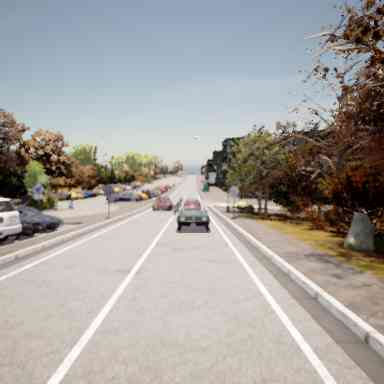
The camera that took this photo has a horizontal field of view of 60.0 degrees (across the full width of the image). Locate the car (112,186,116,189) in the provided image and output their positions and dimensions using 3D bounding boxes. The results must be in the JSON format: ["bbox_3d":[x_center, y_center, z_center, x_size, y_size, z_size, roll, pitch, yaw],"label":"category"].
[{"bbox_3d":[-23.021,0.015,85.397,5.008,1.535,2.097,0,2,0],"label":"car"}]

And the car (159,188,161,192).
[{"bbox_3d":[-9.977,0.454,74.348,4.792,1.488,2.163,0,2,0],"label":"car"}]

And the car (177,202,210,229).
[{"bbox_3d":[0.076,1.538,20.821,1.895,1.301,4.718,0,0,0],"label":"car"}]

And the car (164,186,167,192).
[{"bbox_3d":[-9.911,-0.112,88.269,5.008,1.535,2.097,0,3,0],"label":"car"}]

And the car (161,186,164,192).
[{"bbox_3d":[-9.984,0.003,82.693,4.553,1.767,2.185,0,2,0],"label":"car"}]

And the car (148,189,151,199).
[{"bbox_3d":[-10.109,0.767,57.619,5.008,1.535,2.097,0,1,0],"label":"car"}]

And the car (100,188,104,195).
[{"bbox_3d":[-23.080,0.422,74.380,4.892,1.521,2.231,0,2,0],"label":"car"}]

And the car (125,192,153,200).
[{"bbox_3d":[-10.072,0.695,63.202,4.892,1.521,2.231,0,1,0],"label":"car"}]

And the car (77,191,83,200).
[{"bbox_3d":[-23.361,0.728,60.435,5.366,1.575,1.946,0,1,0],"label":"car"}]

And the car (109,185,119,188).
[{"bbox_3d":[-23.026,-0.359,88.172,5.566,2.045,2.435,0,3,0],"label":"car"}]

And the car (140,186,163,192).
[{"bbox_3d":[-10.002,0.111,79.915,4.553,1.767,2.185,0,2,0],"label":"car"}]

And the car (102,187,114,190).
[{"bbox_3d":[-22.848,0.128,82.609,5.366,1.575,1.946,0,2,0],"label":"car"}]

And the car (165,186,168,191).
[{"bbox_3d":[-9.894,-0.244,91.055,5.008,1.535,2.097,0,3,0],"label":"car"}]

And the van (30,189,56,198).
[{"bbox_3d":[-23.121,0.590,49.269,4.442,1.987,1.878,1,0,0],"label":"van"}]

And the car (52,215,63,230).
[{"bbox_3d":[-10.042,1.566,19.458,4.792,1.488,2.163,0,0,0],"label":"car"}]

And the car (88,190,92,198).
[{"bbox_3d":[-23.112,0.671,65.885,4.792,1.488,2.163,0,1,0],"label":"car"}]

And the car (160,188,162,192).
[{"bbox_3d":[-10.018,0.364,77.135,4.792,1.488,2.163,0,2,0],"label":"car"}]

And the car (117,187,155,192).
[{"bbox_3d":[-10.124,0.484,60.410,5.566,2.045,2.435,0,1,0],"label":"car"}]

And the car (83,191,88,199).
[{"bbox_3d":[-23.343,0.687,63.230,5.366,1.575,1.946,0,1,0],"label":"car"}]

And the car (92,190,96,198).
[{"bbox_3d":[-23.118,0.578,68.674,5.008,1.535,2.097,0,1,0],"label":"car"}]

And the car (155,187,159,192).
[{"bbox_3d":[-9.993,0.380,71.557,4.553,1.767,2.185,0,2,0],"label":"car"}]

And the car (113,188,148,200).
[{"bbox_3d":[-10.163,0.663,54.840,4.553,1.767,2.185,0,0,0],"label":"car"}]

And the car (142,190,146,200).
[{"bbox_3d":[-10.179,0.833,52.055,4.792,1.488,2.163,0,0,0],"label":"car"}]

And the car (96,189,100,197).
[{"bbox_3d":[-23.100,0.506,71.464,5.008,1.535,2.097,0,2,0],"label":"car"}]

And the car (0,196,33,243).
[{"bbox_3d":[-10.130,1.273,13.907,5.566,2.045,2.435,0,0,0],"label":"car"}]

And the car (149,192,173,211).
[{"bbox_3d":[-3.377,1.236,38.337,2.097,1.767,4.553,0,1,0],"label":"car"}]

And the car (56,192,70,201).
[{"bbox_3d":[-23.215,0.825,54.730,4.674,1.452,2.002,0,0,0],"label":"car"}]

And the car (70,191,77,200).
[{"bbox_3d":[-23.223,0.792,57.642,4.792,1.488,2.163,0,0,0],"label":"car"}]

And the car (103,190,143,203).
[{"bbox_3d":[-10.138,0.848,49.270,4.792,1.488,2.163,0,0,0],"label":"car"}]

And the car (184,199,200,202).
[{"bbox_3d":[0.027,1.448,38.295,1.994,1.385,4.181,0,0,0],"label":"car"}]

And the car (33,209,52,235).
[{"bbox_3d":[-10.092,1.530,16.682,5.008,1.535,2.097,0,0,0],"label":"car"}]
